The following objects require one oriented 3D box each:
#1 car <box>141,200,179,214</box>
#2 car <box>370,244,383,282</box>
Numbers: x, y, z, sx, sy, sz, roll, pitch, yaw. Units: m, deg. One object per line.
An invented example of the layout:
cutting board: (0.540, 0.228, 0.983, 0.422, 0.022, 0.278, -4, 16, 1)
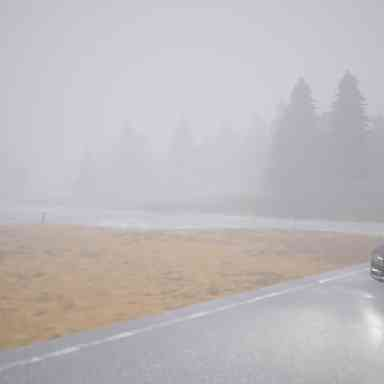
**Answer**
car: (-3.783, 1.673, 38.625, 4.902, 1.511, 2.128, 0, 0, 37)
car: (6.531, 1.548, 8.701, 4.902, 1.511, 2.128, 0, 0, -36)
